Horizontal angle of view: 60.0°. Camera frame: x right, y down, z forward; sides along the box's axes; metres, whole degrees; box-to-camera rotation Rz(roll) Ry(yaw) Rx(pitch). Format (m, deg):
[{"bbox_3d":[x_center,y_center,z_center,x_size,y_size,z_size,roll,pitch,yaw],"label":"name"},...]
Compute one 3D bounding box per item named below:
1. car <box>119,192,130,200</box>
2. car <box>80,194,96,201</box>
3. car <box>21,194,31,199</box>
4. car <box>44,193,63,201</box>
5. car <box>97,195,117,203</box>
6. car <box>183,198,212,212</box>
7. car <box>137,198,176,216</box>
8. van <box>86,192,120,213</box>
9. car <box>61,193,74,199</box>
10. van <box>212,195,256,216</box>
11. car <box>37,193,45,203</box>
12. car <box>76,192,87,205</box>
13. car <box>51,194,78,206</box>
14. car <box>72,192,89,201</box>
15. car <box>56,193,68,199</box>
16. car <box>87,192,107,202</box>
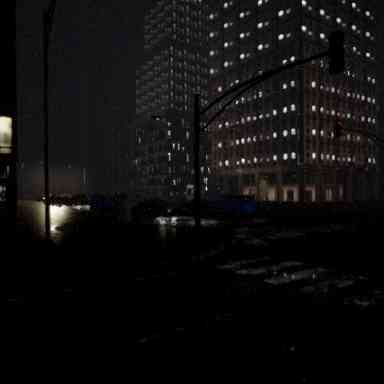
[{"bbox_3d":[-11.633,0.981,53.041,2.192,1.841,5.009,0,1,-34],"label":"car"},{"bbox_3d":[-20.912,1.148,66.830,1.947,1.339,4.313,0,1,-34],"label":"car"},{"bbox_3d":[-40.236,1.142,80.531,1.802,1.307,4.206,0,1,-34],"label":"car"},{"bbox_3d":[-21.677,1.279,52.959,2.008,1.369,4.403,0,1,-34],"label":"car"},{"bbox_3d":[-14.726,1.183,57.638,1.887,1.381,4.507,0,1,-34],"label":"car"},{"bbox_3d":[0.757,1.319,34.678,1.887,1.381,4.507,0,1,-34],"label":"car"},{"bbox_3d":[-3.296,1.335,30.283,2.128,1.511,4.902,-1,1,-34],"label":"car"},{"bbox_3d":[-9.306,1.179,34.577,1.690,1.788,3.998,0,1,-34],"label":"van"},{"bbox_3d":[-30.191,1.049,80.615,2.008,1.369,4.403,0,1,-34],"label":"car"},{"bbox_3d":[3.924,1.142,30.132,1.690,1.788,3.998,0,1,-34],"label":"van"},{"bbox_3d":[-27.863,1.255,62.150,1.802,1.307,4.206,0,1,-34],"label":"car"},{"bbox_3d":[-16.793,1.075,50.461,2.097,1.767,4.553,-1,1,-33],"label":"car"},{"bbox_3d":[-18.584,1.322,48.364,1.947,1.339,4.313,0,1,-34],"label":"car"},{"bbox_3d":[-24.005,0.869,71.423,2.192,1.841,5.009,0,1,-34],"label":"car"},{"bbox_3d":[-33.379,0.994,85.351,1.752,1.417,4.829,0,1,-34],"label":"car"},{"bbox_3d":[-17.820,0.925,62.232,2.192,1.841,5.009,0,1,-34],"label":"car"}]
